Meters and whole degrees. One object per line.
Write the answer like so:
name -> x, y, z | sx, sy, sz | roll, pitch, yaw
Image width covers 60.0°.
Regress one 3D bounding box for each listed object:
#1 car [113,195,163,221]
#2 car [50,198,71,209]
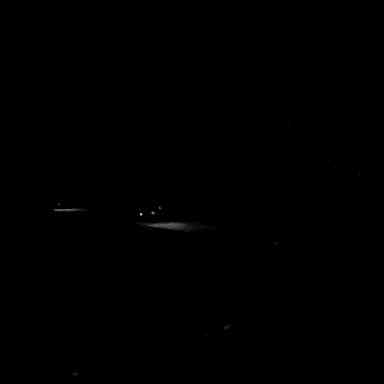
car -> -4.599, 1.239, 27.510 | 2.150, 2.045, 5.566 | 0, 0, -37
car -> -18.168, 1.560, 45.934 | 1.837, 1.490, 4.892 | 0, 0, -36
